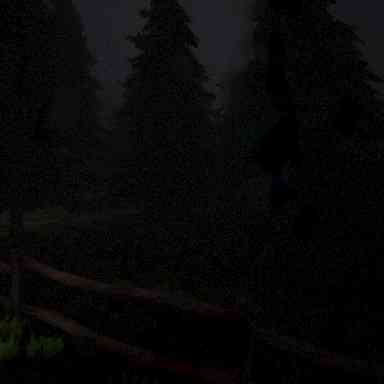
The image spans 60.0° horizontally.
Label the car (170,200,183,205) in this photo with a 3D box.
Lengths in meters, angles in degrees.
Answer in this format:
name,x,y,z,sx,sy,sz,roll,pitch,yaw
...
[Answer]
name,x,y,z,sx,sy,sz,roll,pitch,yaw
car,-2.726,1.591,37.117,4.181,1.385,1.994,0,0,-13
